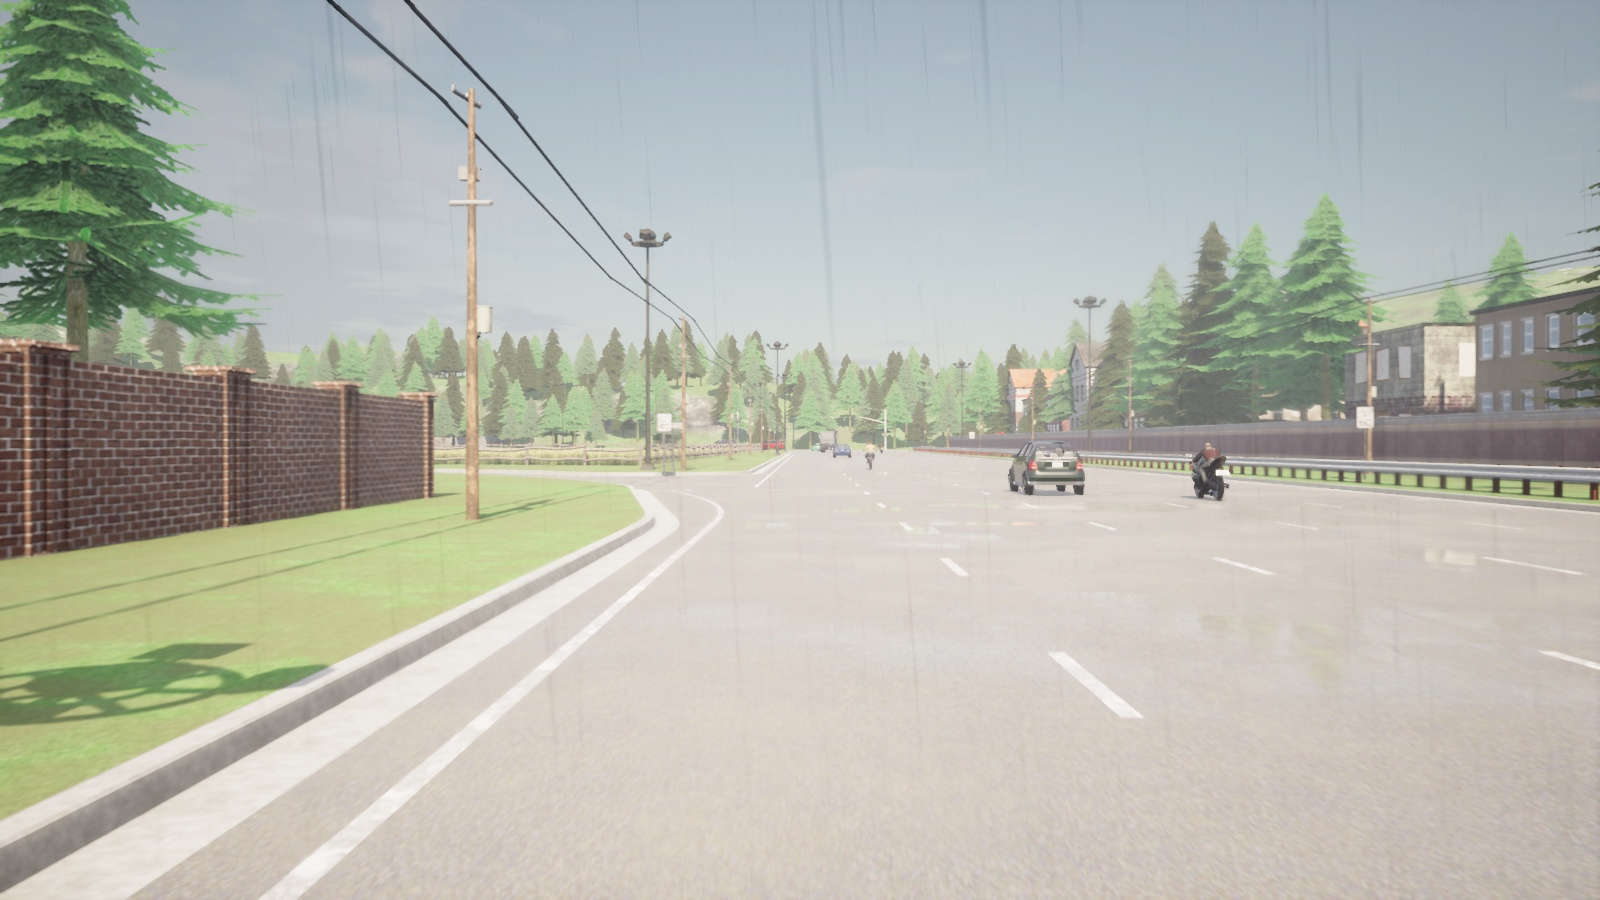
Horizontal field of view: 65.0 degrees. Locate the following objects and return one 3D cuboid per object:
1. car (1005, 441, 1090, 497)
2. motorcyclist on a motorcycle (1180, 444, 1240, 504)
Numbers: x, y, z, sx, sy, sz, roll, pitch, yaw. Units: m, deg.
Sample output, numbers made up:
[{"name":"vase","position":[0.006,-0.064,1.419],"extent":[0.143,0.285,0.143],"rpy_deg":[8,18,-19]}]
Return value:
[{"name":"car","position":[7.227,0.520,37.029],"extent":[1.789,1.549,3.705],"rpy_deg":[0,0,0]},{"name":"motorcyclist on a motorcycle","position":[10.703,0.605,32.879],"extent":[0.866,1.530,2.191],"rpy_deg":[0,0,0]}]
